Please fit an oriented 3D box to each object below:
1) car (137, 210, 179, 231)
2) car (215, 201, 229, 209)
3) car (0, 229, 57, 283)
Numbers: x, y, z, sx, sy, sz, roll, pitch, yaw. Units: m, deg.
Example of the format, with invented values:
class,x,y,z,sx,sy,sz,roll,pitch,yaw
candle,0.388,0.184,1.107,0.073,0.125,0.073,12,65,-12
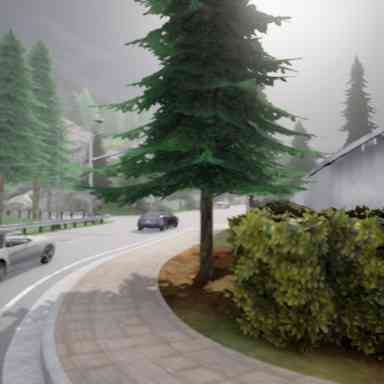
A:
class,x,y,z,sx,sy,sz,roll,pitch,yaw
car,-2.373,1.989,24.149,1.994,1.385,4.181,0,-1,16
car,6.246,2.468,68.465,2.150,2.045,5.566,0,-1,15
car,-5.796,1.758,9.834,1.895,1.301,4.718,0,-1,1
